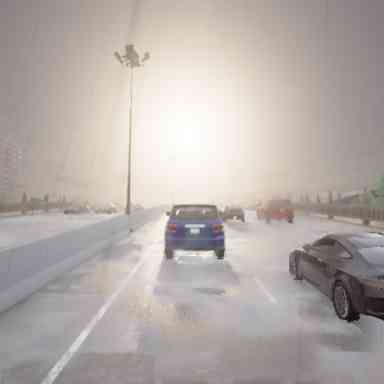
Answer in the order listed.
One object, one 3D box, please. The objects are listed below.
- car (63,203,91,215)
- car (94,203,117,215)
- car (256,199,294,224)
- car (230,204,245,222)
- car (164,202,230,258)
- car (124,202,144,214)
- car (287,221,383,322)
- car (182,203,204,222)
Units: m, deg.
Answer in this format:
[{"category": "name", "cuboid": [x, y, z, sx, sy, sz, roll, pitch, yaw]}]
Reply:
[{"category": "car", "cuboid": [-14.115, 2.088, 41.158, 2.033, 1.411, 5.357, 0, -1, 0]}, {"category": "car", "cuboid": [-10.611, 2.066, 41.170, 1.812, 1.442, 4.674, 0, -1, 0]}, {"category": "car", "cuboid": [7.086, 1.598, 28.758, 2.150, 2.045, 5.566, 0, -1, 0]}, {"category": "car", "cuboid": [3.585, 1.901, 30.183, 1.837, 1.490, 4.892, 0, -1, 0]}, {"category": "car", "cuboid": [0.093, 1.401, 13.614, 2.150, 2.045, 5.566, 0, -1, 0]}, {"category": "car", "cuboid": [-7.112, 2.031, 41.161, 2.128, 1.511, 4.902, 0, -1, 0]}, {"category": "car", "cuboid": [3.596, 1.622, 7.326, 1.812, 1.442, 4.674, 0, -1, 0]}, {"category": "car", "cuboid": [0.084, 1.889, 31.374, 1.882, 1.535, 5.008, 0, -1, 0]}]
